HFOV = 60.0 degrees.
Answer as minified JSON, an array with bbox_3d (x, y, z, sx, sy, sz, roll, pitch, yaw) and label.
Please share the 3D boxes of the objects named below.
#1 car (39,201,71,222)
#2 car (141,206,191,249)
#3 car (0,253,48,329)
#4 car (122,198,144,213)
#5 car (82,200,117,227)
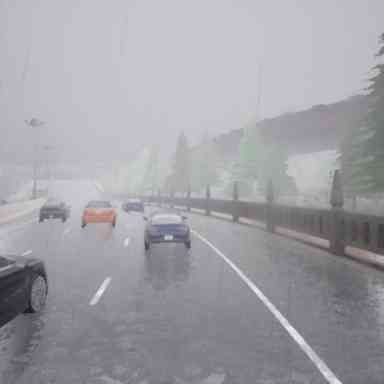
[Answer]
[{"bbox_3d":[-10.701,1.497,26.110,1.837,1.490,4.892,0,0,-15],"label":"car"},{"bbox_3d":[-1.147,1.497,14.439,1.812,1.442,4.674,0,0,-7],"label":"car"},{"bbox_3d":[-3.688,1.499,4.664,2.128,1.511,4.902,0,0,-2],"label":"car"},{"bbox_3d":[-6.435,1.425,35.887,1.882,1.535,5.008,0,0,-18],"label":"car"},{"bbox_3d":[-6.321,1.330,22.933,2.097,1.767,4.553,0,0,-13],"label":"car"}]
